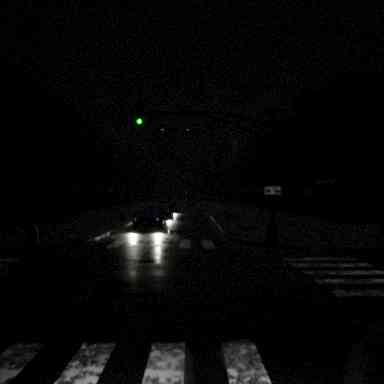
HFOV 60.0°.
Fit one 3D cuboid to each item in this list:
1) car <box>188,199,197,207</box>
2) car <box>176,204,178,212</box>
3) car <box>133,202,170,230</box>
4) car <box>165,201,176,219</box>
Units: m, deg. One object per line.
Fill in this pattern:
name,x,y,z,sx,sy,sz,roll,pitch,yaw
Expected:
car,0.081,2.173,66.012,2.033,1.411,5.357,0,-1,-1
car,-2.858,1.879,42.787,1.837,1.490,4.892,0,-1,0
car,-2.866,1.681,23.236,1.882,1.535,5.008,0,0,0
car,-2.868,1.763,32.705,1.882,1.535,5.008,0,0,0
